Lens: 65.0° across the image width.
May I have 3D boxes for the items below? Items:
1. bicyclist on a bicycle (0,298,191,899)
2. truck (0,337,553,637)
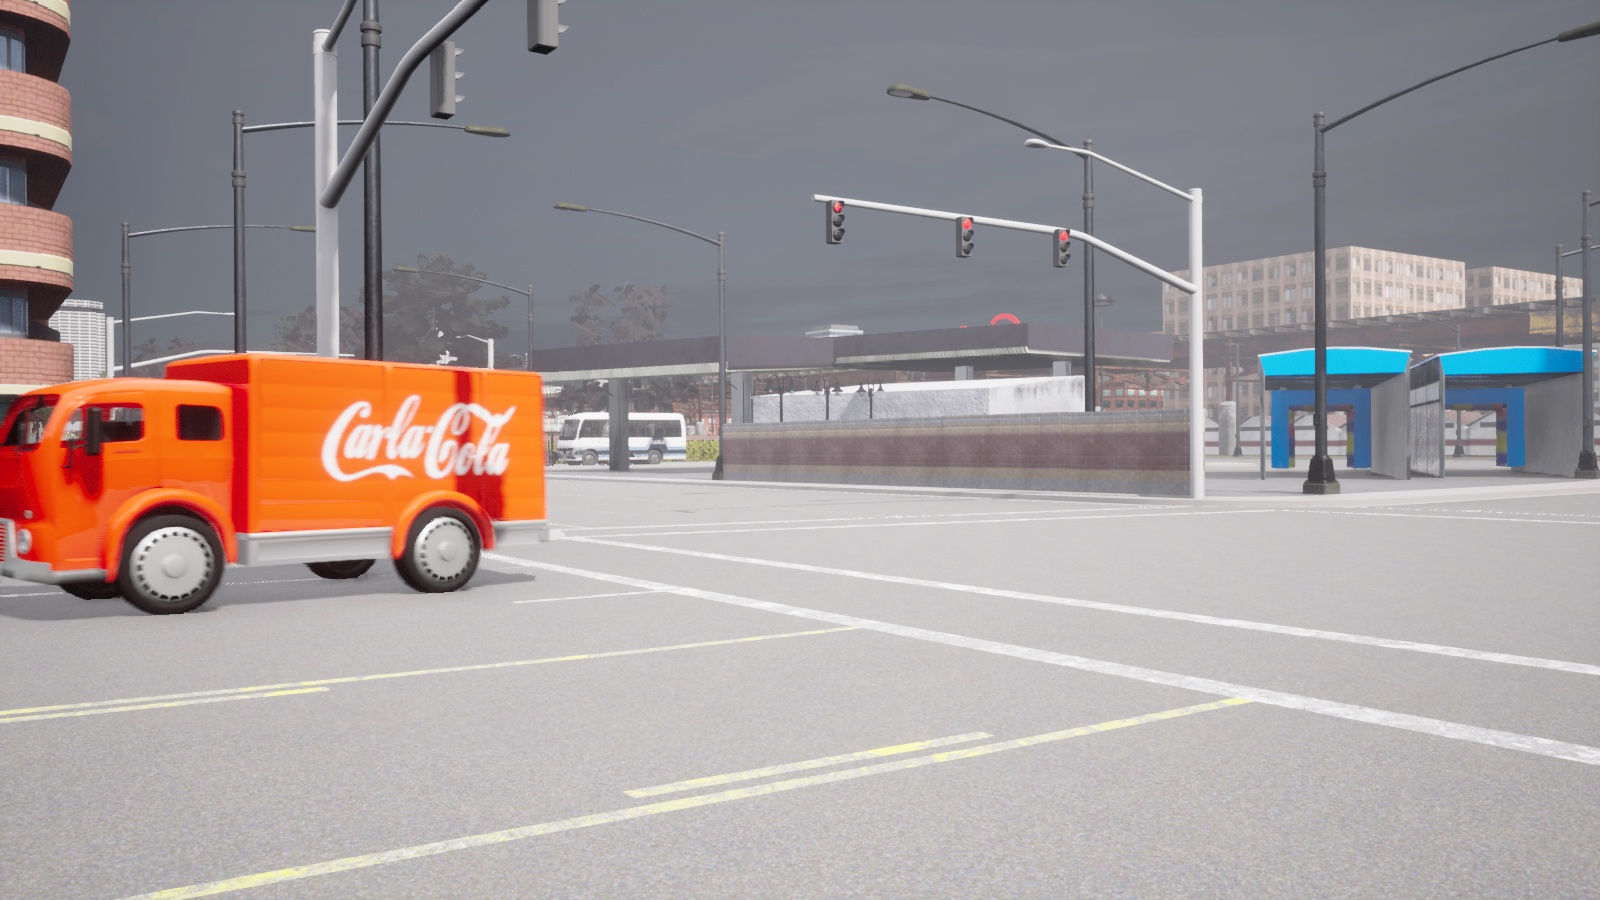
[{"bbox_3d":[-2.100,0.623,2.117,1.843,1.776,0.659,0,0,-36],"label":"bicyclist on a bicycle"},{"bbox_3d":[-5.525,0.305,13.129,2.627,2.467,5.204,0,0,43],"label":"truck"}]
